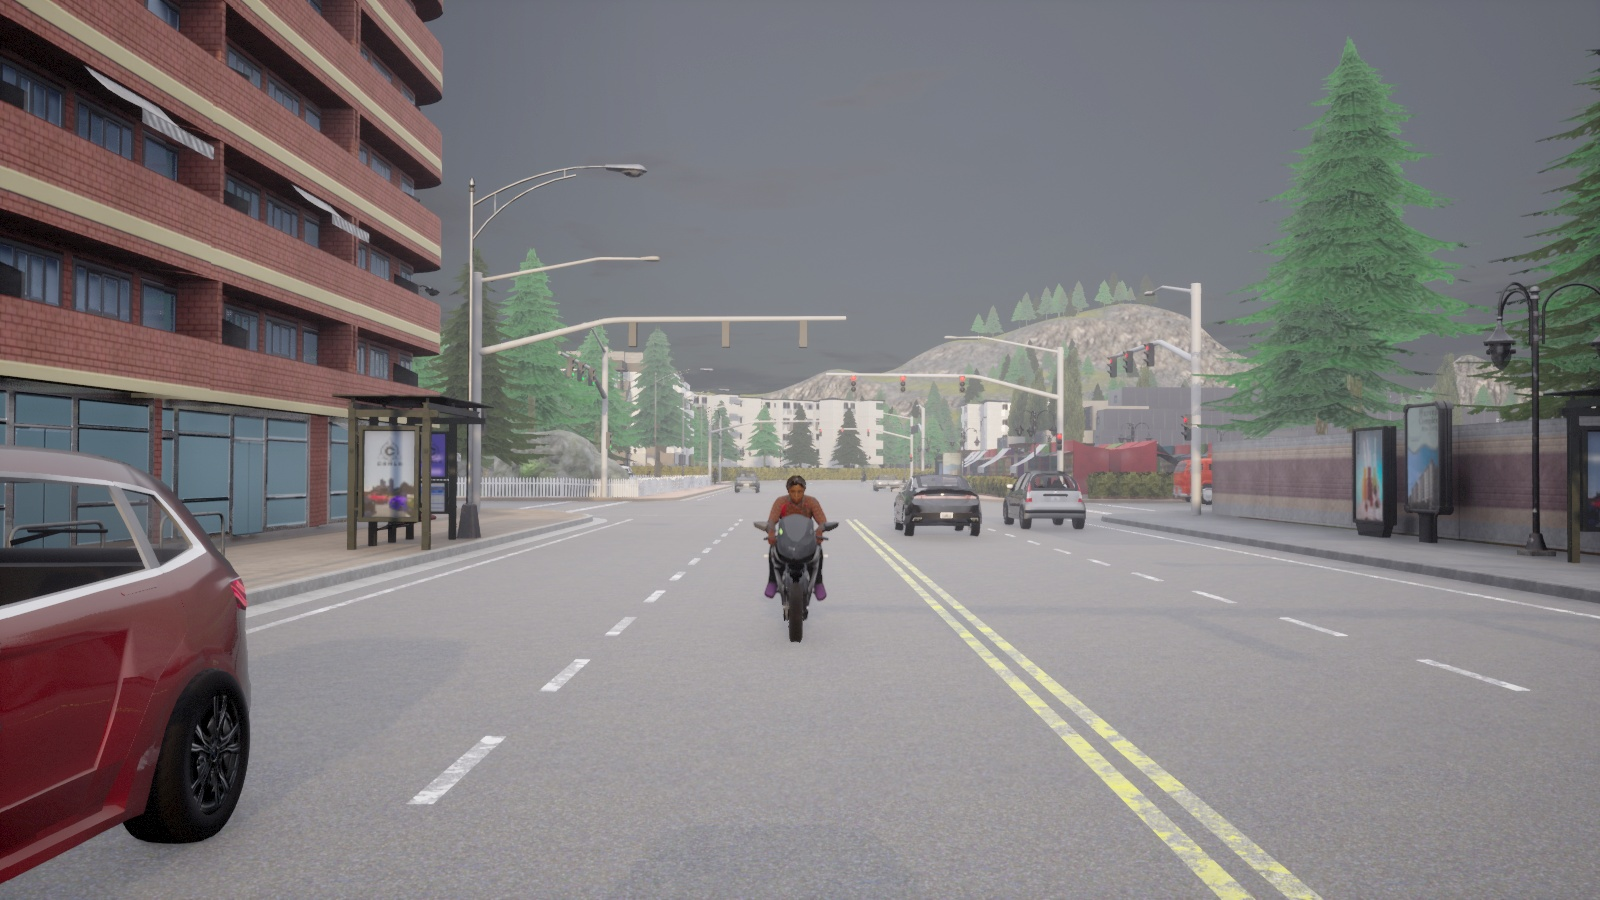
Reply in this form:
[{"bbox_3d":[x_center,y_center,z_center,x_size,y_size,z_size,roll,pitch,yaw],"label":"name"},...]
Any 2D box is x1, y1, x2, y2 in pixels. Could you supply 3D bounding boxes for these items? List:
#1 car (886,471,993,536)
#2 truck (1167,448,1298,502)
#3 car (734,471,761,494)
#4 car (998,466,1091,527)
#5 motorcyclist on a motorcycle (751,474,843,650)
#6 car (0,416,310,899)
[{"bbox_3d":[3.423,1.288,31.691,2.128,1.511,4.902,0,-1,0],"label":"car"},{"bbox_3d":[20.207,1.178,58.873,5.204,2.467,2.627,0,-1,-1],"label":"truck"},{"bbox_3d":[-3.715,2.299,88.973,1.789,1.549,3.705,0,-1,0],"label":"car"},{"bbox_3d":[6.913,1.286,35.846,1.851,1.617,3.988,0,-1,0],"label":"car"},{"bbox_3d":[-0.029,0.998,12.012,0.797,1.523,2.044,0,-1,0],"label":"motorcyclist on a motorcycle"},{"bbox_3d":[-3.511,0.737,3.845,2.242,1.667,4.611,0,-1,0],"label":"car"}]
